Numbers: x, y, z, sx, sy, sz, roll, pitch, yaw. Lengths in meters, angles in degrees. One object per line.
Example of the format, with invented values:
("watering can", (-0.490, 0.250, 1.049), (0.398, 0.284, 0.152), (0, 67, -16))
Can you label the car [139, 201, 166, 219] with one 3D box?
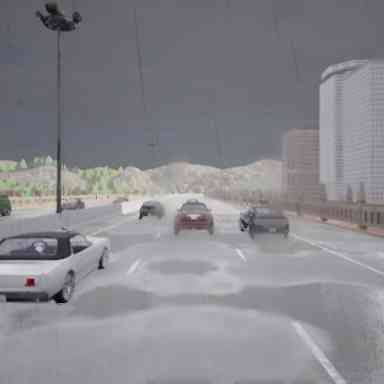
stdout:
("car", (-3.388, 1.518, 28.803), (1.837, 1.490, 4.892), (0, 0, 0))

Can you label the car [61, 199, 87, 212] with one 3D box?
("car", (-14.050, 1.557, 39.415), (1.812, 1.442, 4.674), (0, 0, 0))

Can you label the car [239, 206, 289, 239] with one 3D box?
("car", (3.606, 1.491, 17.243), (2.128, 1.511, 4.902), (0, 0, 0))

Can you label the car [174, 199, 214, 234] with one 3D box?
("car", (0.108, 1.354, 19.244), (2.097, 1.767, 4.553), (0, 0, 0))

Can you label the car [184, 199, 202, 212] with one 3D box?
("car", (0.116, 1.579, 40.382), (2.033, 1.411, 5.357), (0, 0, 0))

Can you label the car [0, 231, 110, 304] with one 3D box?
("car", (-3.403, 1.598, 8.068), (1.895, 1.301, 4.718), (0, 0, 0))

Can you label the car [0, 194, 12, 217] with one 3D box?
("car", (-17.578, 1.234, 28.192), (2.150, 2.045, 5.566), (0, 0, 0))

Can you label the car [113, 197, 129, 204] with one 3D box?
("car", (-10.502, 1.555, 49.646), (1.837, 1.490, 4.892), (0, -1, 0))
